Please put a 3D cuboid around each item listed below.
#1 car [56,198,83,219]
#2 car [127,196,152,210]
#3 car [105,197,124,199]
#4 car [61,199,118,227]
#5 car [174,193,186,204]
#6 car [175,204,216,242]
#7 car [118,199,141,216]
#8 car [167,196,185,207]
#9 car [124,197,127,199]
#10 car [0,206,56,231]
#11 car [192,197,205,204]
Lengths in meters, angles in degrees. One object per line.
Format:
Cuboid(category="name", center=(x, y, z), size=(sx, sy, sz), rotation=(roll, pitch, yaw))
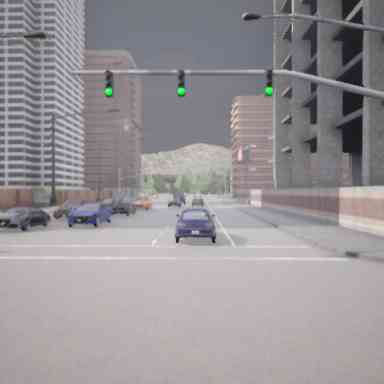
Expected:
Cuboid(category="car", center=(-10.224, 1.353, 29.006), size=(2.097, 1.767, 4.553), rotation=(0, 0, 2))
Cuboid(category="car", center=(-6.321, 1.353, 42.069), size=(2.097, 1.767, 4.553), rotation=(0, 0, 2))
Cuboid(category="car", center=(-9.925, 1.478, 39.133), size=(1.882, 1.535, 5.008), rotation=(0, 0, 3))
Cuboid(category="car", center=(-6.875, 1.478, 22.922), size=(1.882, 1.535, 5.008), rotation=(0, 0, 1))
Cuboid(category="car", center=(-2.318, 1.223, 60.947), size=(2.150, 2.045, 5.566), rotation=(0, 0, 1))
Cuboid(category="car", center=(0.178, 1.526, 16.228), size=(1.812, 1.442, 4.674), rotation=(0, 0, 1))
Cuboid(category="car", center=(-6.630, 1.602, 32.264), size=(1.895, 1.301, 4.718), rotation=(0, 0, 2))
Cuboid(category="car", center=(-2.518, 1.602, 49.244), size=(1.895, 1.301, 4.718), rotation=(0, 0, 2))
Cuboid(category="car", center=(-9.618, 1.479, 49.308), size=(1.882, 1.535, 5.008), rotation=(0, 0, 1))
Cuboid(category="car", center=(-10.432, 1.564, 20.447), size=(1.994, 1.385, 4.181), rotation=(0, 0, 1))
Cuboid(category="car", center=(0.914, 1.493, 50.415), size=(2.128, 1.511, 4.902), rotation=(0, 0, 1))
